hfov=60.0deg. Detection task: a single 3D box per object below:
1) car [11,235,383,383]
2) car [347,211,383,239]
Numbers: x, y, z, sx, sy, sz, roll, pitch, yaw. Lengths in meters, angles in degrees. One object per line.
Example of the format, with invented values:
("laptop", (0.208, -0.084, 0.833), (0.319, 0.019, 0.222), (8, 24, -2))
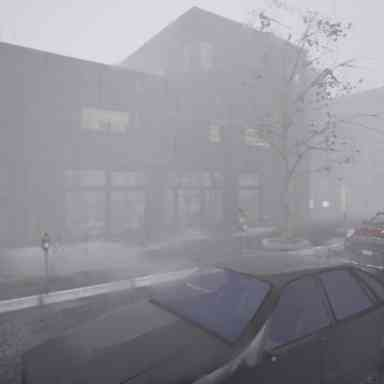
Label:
("car", (0.892, 1.535, 4.015), (5.357, 1.411, 2.033), (0, 0, -36))
("car", (7.162, 1.383, 11.677), (4.097, 1.590, 1.967), (0, 0, -36))
